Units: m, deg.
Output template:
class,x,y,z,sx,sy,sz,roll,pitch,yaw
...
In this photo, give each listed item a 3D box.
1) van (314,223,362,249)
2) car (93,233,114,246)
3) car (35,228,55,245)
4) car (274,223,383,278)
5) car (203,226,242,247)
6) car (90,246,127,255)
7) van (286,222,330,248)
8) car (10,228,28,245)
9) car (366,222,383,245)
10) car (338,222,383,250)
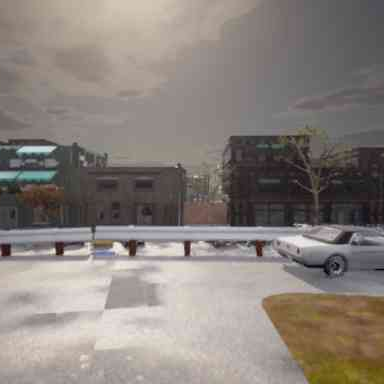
class,x,y,z,sx,sy,sz,roll,pitch,yaw
van,14.561,4.283,33.421,1.878,1.987,4.442,0,0,-18
car,-9.124,4.505,34.226,1.946,1.575,5.366,0,0,-18
car,-15.039,4.504,34.413,1.946,1.575,5.366,0,0,-18
car,5.030,1.699,10.010,4.718,1.301,1.895,2,1,-11
car,2.763,4.383,33.712,2.185,1.767,4.553,0,0,-18
car,-4.346,4.435,16.920,2.435,2.045,5.566,0,1,-18
van,11.603,4.283,33.515,1.878,1.987,4.442,0,0,-18
car,-17.939,4.506,34.330,2.097,1.535,5.008,0,0,-18
car,20.531,4.256,33.101,2.435,2.045,5.566,0,0,-18
car,17.573,4.256,33.195,2.435,2.045,5.566,0,0,-18
